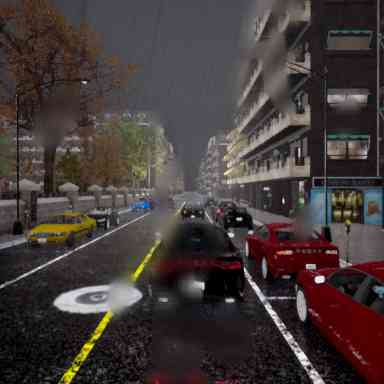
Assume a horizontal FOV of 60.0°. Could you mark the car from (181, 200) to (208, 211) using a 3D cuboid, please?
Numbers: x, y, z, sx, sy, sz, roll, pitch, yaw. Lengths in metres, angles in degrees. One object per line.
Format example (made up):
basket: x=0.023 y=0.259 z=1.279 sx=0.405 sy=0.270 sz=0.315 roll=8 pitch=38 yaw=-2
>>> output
car: x=0.075 y=1.603 z=27.944 sx=1.895 sy=1.301 sz=4.718 roll=0 pitch=0 yaw=0

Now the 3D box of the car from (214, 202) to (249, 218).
car: x=2.667 y=1.567 z=20.798 sx=1.947 sy=1.339 sz=4.313 roll=0 pitch=0 yaw=0

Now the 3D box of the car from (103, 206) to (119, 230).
car: x=-5.713 y=1.551 z=20.790 sx=2.008 sy=1.369 sz=4.403 roll=0 pitch=0 yaw=0

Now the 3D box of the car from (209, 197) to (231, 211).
car: x=2.661 y=1.442 z=26.333 sx=1.967 sy=1.590 sz=4.097 roll=0 pitch=0 yaw=0

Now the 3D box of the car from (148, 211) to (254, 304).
car: x=0.089 y=1.477 z=8.245 sx=1.882 sy=1.535 sz=5.008 roll=0 pitch=0 yaw=0

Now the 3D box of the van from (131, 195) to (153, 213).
van: x=-5.729 y=1.345 z=37.394 sx=1.690 sy=1.788 sz=3.998 roll=0 pitch=0 yaw=0

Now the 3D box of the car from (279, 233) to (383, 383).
car: x=2.682 y=1.544 z=4.192 sx=1.887 sy=1.381 sz=4.507 roll=0 pitch=0 yaw=0

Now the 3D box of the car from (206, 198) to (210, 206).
car: x=2.657 y=1.569 z=31.868 sx=1.947 sy=1.339 sz=4.313 roll=0 pitch=0 yaw=0

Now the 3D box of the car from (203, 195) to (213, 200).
car: x=2.643 y=1.574 z=48.473 sx=1.947 sy=1.339 sz=4.313 roll=0 pitch=0 yaw=0

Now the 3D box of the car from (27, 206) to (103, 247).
car: x=-5.708 y=1.525 z=15.084 sx=1.752 sy=1.417 sz=4.829 roll=0 pitch=0 yaw=0

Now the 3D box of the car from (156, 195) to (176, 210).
car: x=-3.065 y=1.513 z=41.962 sx=1.837 sy=1.490 sz=4.892 roll=0 pitch=-1 yaw=1

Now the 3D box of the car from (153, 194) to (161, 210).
car: x=-5.735 y=1.321 z=42.930 sx=2.192 sy=1.841 sz=5.009 roll=0 pitch=0 yaw=0

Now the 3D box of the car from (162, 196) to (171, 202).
car: x=-5.762 y=1.602 z=76.141 sx=1.802 sy=1.307 sz=4.206 roll=0 pitch=0 yaw=0

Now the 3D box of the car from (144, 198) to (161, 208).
car: x=-5.738 y=1.558 z=48.465 sx=2.008 sy=1.369 sz=4.403 roll=0 pitch=0 yaw=0

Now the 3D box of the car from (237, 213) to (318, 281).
car: x=2.677 y=1.544 z=9.727 sx=1.887 sy=1.381 sz=4.507 roll=0 pitch=0 yaw=0

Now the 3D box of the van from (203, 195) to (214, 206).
van: x=2.636 y=1.351 z=54.009 sx=1.690 sy=1.788 sz=3.998 roll=0 pitch=0 yaw=0
